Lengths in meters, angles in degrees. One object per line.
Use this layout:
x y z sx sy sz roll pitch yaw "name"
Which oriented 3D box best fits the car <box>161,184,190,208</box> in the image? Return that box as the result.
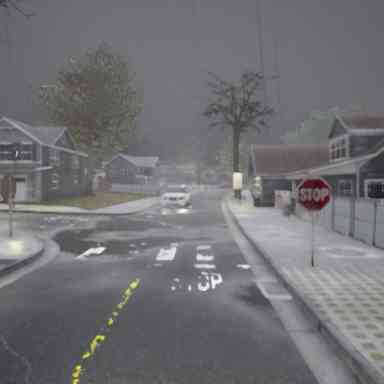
-1.408 0.379 30.680 2.150 2.045 5.566 0 3 5 "car"
